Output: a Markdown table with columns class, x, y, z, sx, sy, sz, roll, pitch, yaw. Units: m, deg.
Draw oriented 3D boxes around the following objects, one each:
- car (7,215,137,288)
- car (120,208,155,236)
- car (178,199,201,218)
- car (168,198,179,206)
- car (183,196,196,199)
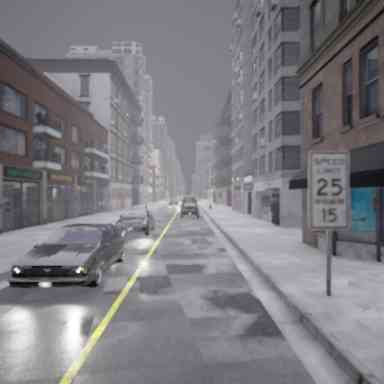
| class | x | y | z | sx | sy | sz | roll | pitch | yaw |
| --- | --- | --- | --- | --- | --- | --- | --- | --- | --- |
| car | -3.180 | 1.643 | 9.850 | 2.033 | 1.411 | 5.357 | 0 | 0 | 0 |
| car | -3.269 | 1.703 | 19.922 | 1.812 | 1.442 | 4.674 | 0 | 0 | 0 |
| car | -0.217 | 1.777 | 33.450 | 1.837 | 1.490 | 4.892 | 0 | 0 | -1 |
| car | -3.649 | 2.018 | 66.556 | 1.837 | 1.490 | 4.892 | 0 | 0 | 0 |
| car | -0.340 | 1.587 | 45.762 | 2.150 | 2.045 | 5.566 | 0 | 0 | 0 |
